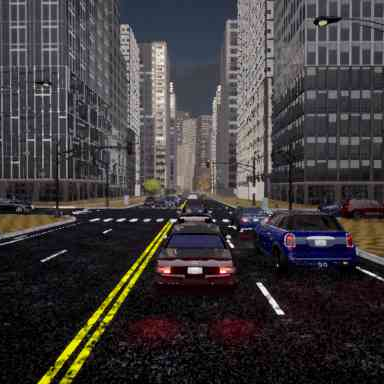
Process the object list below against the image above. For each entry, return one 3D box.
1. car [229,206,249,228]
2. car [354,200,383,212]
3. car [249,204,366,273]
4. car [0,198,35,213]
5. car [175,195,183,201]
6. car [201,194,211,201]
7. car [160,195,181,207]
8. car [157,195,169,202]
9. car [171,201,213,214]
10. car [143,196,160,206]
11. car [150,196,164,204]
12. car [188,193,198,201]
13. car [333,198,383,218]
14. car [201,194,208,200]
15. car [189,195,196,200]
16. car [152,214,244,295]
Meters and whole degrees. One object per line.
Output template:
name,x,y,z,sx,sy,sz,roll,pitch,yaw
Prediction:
car,3.398,1.537,20.213,2.033,1.411,5.357,0,0,0
car,21.903,1.642,39.153,4.829,1.417,1.752,1,0,1
car,3.374,1.348,10.828,2.097,1.767,4.553,0,0,0
car,-18.747,1.340,34.127,4.902,1.511,2.128,1,1,1
car,-3.061,1.429,79.515,1.837,1.490,4.892,0,0,0
car,3.433,1.529,76.362,1.895,1.301,4.718,0,0,0
car,-3.201,1.317,50.541,2.097,1.767,4.553,0,0,-1
car,-6.327,1.478,72.933,2.033,1.411,5.357,0,0,0
car,0.144,1.482,18.605,2.128,1.511,4.902,0,0,0
car,-6.469,1.468,52.383,1.837,1.490,4.892,0,0,0
car,-6.412,1.499,62.263,2.033,1.411,5.357,0,0,0
car,0.197,1.149,82.695,2.150,2.045,5.566,0,0,0
car,16.274,1.519,30.880,5.009,1.841,2.192,1,0,1
car,3.473,1.407,93.348,1.837,1.490,4.892,0,0,0
car,0.222,1.503,93.031,1.895,1.301,4.718,0,0,0
car,0.114,1.544,8.860,2.033,1.411,5.357,0,0,1
